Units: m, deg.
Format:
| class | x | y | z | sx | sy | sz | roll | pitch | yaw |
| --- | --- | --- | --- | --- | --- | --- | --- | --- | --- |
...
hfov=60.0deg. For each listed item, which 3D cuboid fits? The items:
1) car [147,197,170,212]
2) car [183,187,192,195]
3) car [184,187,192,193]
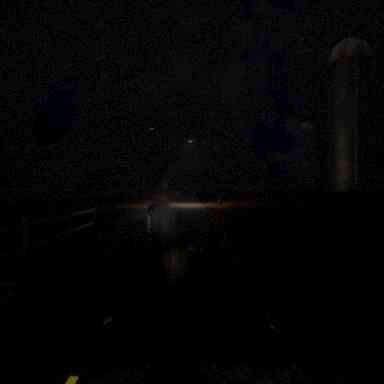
| class | x | y | z | sx | sy | sz | roll | pitch | yaw |
| --- | --- | --- | --- | --- | --- | --- | --- | --- | --- |
| car | -3.139 | 1.152 | 31.871 | 1.895 | 1.301 | 4.718 | 0 | 1 | -1 |
| car | -0.892 | -0.110 | 72.126 | 1.882 | 1.535 | 5.008 | 0 | 2 | -1 |
| car | -1.023 | -0.457 | 82.580 | 1.994 | 1.385 | 4.181 | 0 | 1 | -1 |
